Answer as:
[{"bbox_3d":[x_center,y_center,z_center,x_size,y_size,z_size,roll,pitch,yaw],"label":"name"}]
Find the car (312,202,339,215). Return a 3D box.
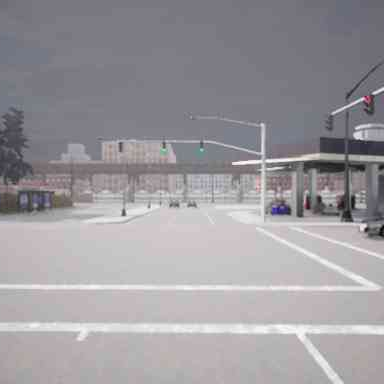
[{"bbox_3d":[15.459,1.927,38.621,1.970,1.475,3.806,0,-1,0],"label":"car"}]

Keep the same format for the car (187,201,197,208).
[{"bbox_3d":[0.006,2.309,62.533,2.033,1.411,5.357,0,-1,0],"label":"car"}]

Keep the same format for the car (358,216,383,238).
[{"bbox_3d":[11.435,1.708,17.677,4.902,1.511,2.128,0,-1,-1],"label":"car"}]

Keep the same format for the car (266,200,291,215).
[{"bbox_3d":[9.714,1.757,37.862,2.242,1.667,4.611,0,-1,0],"label":"car"}]

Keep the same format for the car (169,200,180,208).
[{"bbox_3d":[-3.392,2.276,64.454,2.128,1.511,4.902,0,-1,0],"label":"car"}]
